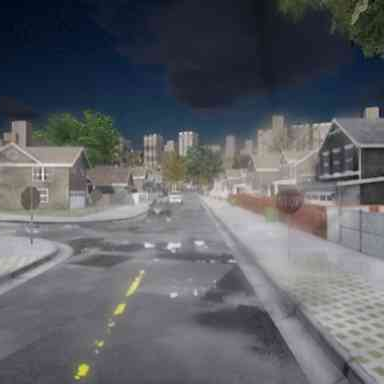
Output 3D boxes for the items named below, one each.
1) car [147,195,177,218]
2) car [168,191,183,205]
[{"bbox_3d":[-2.658,1.331,28.465,2.128,1.511,4.902,0,0,0],"label":"car"},{"bbox_3d":[-2.578,0.856,52.707,2.150,2.045,5.566,0,1,0],"label":"car"}]
